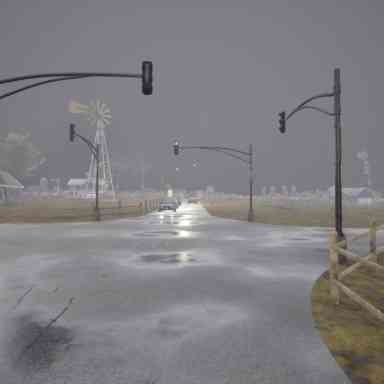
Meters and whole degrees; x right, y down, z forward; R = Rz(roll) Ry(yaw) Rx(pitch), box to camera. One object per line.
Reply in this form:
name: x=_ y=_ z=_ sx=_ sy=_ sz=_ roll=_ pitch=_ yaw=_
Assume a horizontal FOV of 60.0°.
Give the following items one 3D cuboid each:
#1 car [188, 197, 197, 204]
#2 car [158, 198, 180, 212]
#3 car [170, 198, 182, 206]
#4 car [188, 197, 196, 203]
car: x=0.084 y=1.789 z=69.110 sx=1.812 sy=1.442 sz=4.674 roll=0 pitch=0 yaw=0
car: x=-2.862 y=1.661 z=39.779 sx=1.994 sy=1.385 sz=4.181 roll=0 pitch=0 yaw=0
car: x=-2.843 y=1.795 z=58.502 sx=1.895 sy=1.301 sz=4.718 roll=0 pitch=0 yaw=0
car: x=-0.010 y=1.860 z=79.122 sx=1.812 sy=1.442 sz=4.674 roll=0 pitch=0 yaw=0
